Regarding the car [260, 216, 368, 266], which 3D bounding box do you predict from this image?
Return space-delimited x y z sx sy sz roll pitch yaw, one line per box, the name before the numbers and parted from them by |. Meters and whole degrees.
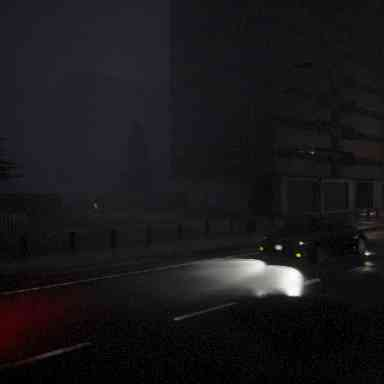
car | 4.316 1.564 11.645 4.181 1.385 1.994 0 0 -37
